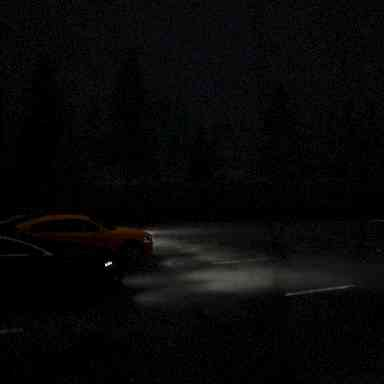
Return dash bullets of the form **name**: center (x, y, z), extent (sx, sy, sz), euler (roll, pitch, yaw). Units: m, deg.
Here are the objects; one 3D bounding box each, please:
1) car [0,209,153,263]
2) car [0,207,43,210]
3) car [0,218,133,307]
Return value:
- **car**: center (-3.728, 1.456, 10.555), extent (5.008, 1.535, 1.882), euler (1, 0, -23)
- **car**: center (-5.498, 1.491, 13.627), extent (4.674, 1.442, 1.812), euler (1, 0, -23)
- **car**: center (-3.906, 1.460, 6.694), extent (4.902, 1.511, 2.128), euler (1, 0, -23)
